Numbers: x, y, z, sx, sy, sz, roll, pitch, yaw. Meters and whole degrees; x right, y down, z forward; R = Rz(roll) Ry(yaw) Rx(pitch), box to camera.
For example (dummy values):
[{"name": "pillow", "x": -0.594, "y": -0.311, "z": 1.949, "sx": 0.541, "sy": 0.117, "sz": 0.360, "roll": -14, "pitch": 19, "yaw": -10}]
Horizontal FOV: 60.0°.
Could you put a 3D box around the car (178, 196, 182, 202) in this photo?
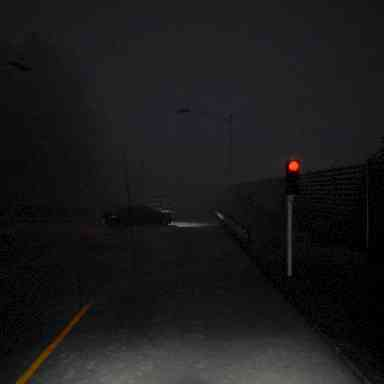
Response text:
[{"name": "car", "x": -4.298, "y": 1.540, "z": 77.345, "sx": 5.357, "sy": 1.411, "sz": 2.033, "roll": 0, "pitch": 0, "yaw": 40}]

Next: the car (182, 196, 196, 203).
[{"name": "car", "x": -0.348, "y": 1.505, "z": 67.859, "sx": 1.837, "sy": 1.490, "sz": 4.892, "roll": 0, "pitch": 0, "yaw": -5}]

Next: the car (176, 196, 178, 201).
[{"name": "car", "x": -4.226, "y": 1.525, "z": 63.979, "sx": 1.812, "sy": 1.442, "sz": 4.674, "roll": 0, "pitch": 0, "yaw": 0}]

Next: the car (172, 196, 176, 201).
[{"name": "car", "x": -4.249, "y": 1.351, "z": 53.827, "sx": 2.097, "sy": 1.767, "sz": 4.553, "roll": 0, "pitch": 0, "yaw": 0}]

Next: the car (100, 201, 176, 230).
[{"name": "car", "x": -3.487, "y": 1.526, "z": 21.243, "sx": 4.674, "sy": 1.442, "sz": 1.812, "roll": 0, "pitch": 1, "yaw": -39}]

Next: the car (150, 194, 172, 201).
[{"name": "car", "x": -4.231, "y": 1.221, "z": 43.935, "sx": 2.150, "sy": 2.045, "sz": 5.566, "roll": 0, "pitch": 0, "yaw": 0}]
